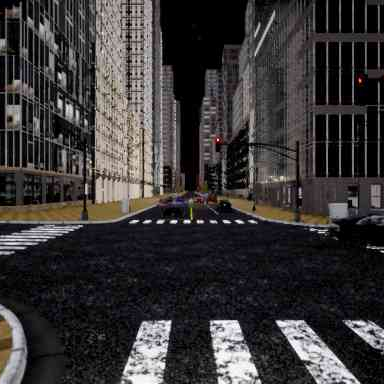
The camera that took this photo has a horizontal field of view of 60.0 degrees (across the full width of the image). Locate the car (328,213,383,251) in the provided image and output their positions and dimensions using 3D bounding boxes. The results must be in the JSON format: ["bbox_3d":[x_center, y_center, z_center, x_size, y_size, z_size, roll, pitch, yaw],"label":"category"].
[{"bbox_3d":[8.380,1.668,14.056,4.902,1.511,2.128,1,1,15],"label":"car"}]

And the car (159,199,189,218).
[{"bbox_3d":[-1.575,1.619,30.721,1.895,1.301,4.718,0,0,2],"label":"car"}]

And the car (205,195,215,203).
[{"bbox_3d":[3.717,1.432,69.445,1.967,1.590,4.097,0,0,0],"label":"car"}]

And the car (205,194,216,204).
[{"bbox_3d":[3.744,1.313,63.916,2.192,1.841,5.009,0,0,0],"label":"car"}]

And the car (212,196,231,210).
[{"bbox_3d":[3.900,1.579,41.808,1.947,1.339,4.313,0,0,0],"label":"car"}]

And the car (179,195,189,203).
[{"bbox_3d":[-1.590,1.479,67.454,1.882,1.535,5.008,0,0,0],"label":"car"}]

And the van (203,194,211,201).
[{"bbox_3d":[3.663,1.321,80.499,1.690,1.788,3.998,0,0,0],"label":"van"}]

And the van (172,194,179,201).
[{"bbox_3d":[-4.244,1.315,85.989,1.690,1.788,3.998,0,0,0],"label":"van"}]

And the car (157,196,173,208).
[{"bbox_3d":[-4.056,1.593,47.296,1.802,1.307,4.206,0,0,0],"label":"car"}]

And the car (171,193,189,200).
[{"bbox_3d":[-1.589,1.362,47.722,2.097,1.767,4.553,0,0,0],"label":"car"}]

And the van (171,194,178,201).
[{"bbox_3d":[-4.217,1.321,80.461,1.690,1.788,3.998,0,0,0],"label":"van"}]

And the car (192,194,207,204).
[{"bbox_3d":[1.274,1.599,63.092,1.895,1.301,4.718,0,0,0],"label":"car"}]

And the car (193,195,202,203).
[{"bbox_3d":[1.145,1.488,73.260,1.837,1.490,4.892,0,0,0],"label":"car"}]

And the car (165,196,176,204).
[{"bbox_3d":[-4.136,1.564,63.878,1.947,1.339,4.313,0,0,0],"label":"car"}]

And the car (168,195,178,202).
[{"bbox_3d":[-4.190,1.426,74.934,1.967,1.590,4.097,0,0,0],"label":"car"}]
